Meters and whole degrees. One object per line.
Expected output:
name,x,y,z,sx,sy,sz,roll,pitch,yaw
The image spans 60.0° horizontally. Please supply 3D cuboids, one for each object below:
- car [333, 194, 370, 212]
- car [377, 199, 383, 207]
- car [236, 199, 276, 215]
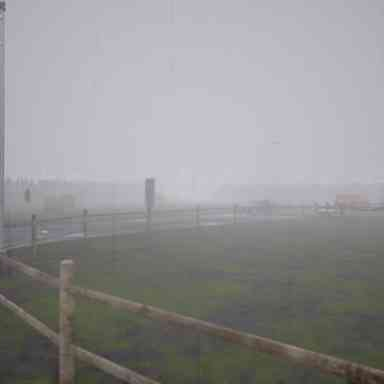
car,19.295,1.237,40.150,5.566,2.045,2.150,0,0,-38
car,27.747,1.605,46.579,4.181,1.385,1.994,0,0,-35
car,6.509,1.461,33.330,4.892,1.490,1.837,0,1,-41
